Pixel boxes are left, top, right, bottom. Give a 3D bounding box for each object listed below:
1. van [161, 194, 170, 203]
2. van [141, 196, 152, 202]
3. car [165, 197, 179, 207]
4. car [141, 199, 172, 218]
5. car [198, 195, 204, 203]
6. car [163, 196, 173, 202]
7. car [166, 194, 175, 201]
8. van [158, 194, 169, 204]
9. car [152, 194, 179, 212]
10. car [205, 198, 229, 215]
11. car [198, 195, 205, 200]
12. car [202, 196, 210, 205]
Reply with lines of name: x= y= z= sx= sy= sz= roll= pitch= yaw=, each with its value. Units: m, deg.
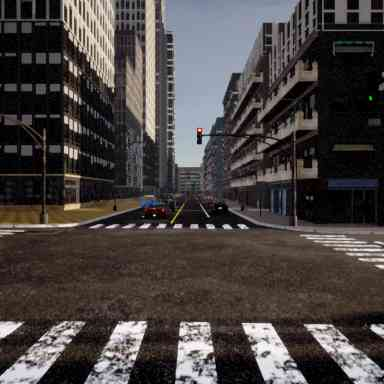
van: x=-5.671 y=1.355 z=72.022 sx=1.690 sy=1.788 sz=3.998 roll=0 pitch=0 yaw=0
van: x=-5.680 y=1.346 z=43.751 sx=1.690 sy=1.788 sz=3.998 roll=0 pitch=0 yaw=0
car: x=-3.069 y=1.571 z=52.743 sx=1.994 sy=1.385 sz=4.181 roll=0 pitch=0 yaw=0
car: x=-3.093 y=1.603 z=29.586 sx=1.895 sy=1.301 sz=4.718 roll=0 pitch=0 yaw=0
car: x=2.707 y=1.560 z=60.712 sx=2.008 sy=1.369 sz=4.403 roll=0 pitch=0 yaw=0
car: x=-5.668 y=1.567 z=77.676 sx=2.008 sy=1.369 sz=4.403 roll=0 pitch=0 yaw=0
car: x=-5.665 y=1.336 z=88.986 sx=2.192 sy=1.841 sz=5.009 roll=0 pitch=0 yaw=0
van: x=-5.673 y=1.353 z=66.367 sx=1.690 sy=1.788 sz=3.998 roll=0 pitch=0 yaw=0
car: x=-3.092 y=1.226 z=39.919 sx=2.150 sy=2.045 sz=5.566 roll=0 pitch=0 yaw=0
car: x=2.699 y=1.568 z=33.782 sx=1.947 sy=1.339 sz=4.313 roll=0 pitch=0 yaw=0
car: x=2.717 y=1.590 z=94.637 sx=1.947 sy=1.339 sz=4.313 roll=0 pitch=0 yaw=0
car: x=2.701 y=1.549 z=43.749 sx=1.887 sy=1.381 sz=4.507 roll=0 pitch=0 yaw=0
